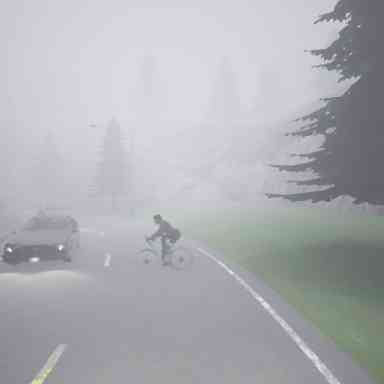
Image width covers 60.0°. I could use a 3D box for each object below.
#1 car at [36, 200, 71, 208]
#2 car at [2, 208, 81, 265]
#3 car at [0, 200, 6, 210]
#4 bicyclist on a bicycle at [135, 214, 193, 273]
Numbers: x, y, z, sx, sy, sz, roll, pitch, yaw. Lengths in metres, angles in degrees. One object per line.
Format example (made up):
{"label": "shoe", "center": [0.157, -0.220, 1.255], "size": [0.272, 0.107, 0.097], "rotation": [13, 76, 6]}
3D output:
{"label": "car", "center": [-9.182, 1.503, 22.352], "size": [1.837, 1.490, 4.892], "rotation": [0, 0, -29]}
{"label": "car", "center": [-5.134, 1.546, 12.089], "size": [2.033, 1.411, 5.357], "rotation": [0, 0, -14]}
{"label": "car", "center": [-25.165, 1.487, 40.791], "size": [4.902, 1.511, 2.128], "rotation": [0, 0, 18]}
{"label": "bicyclist on a bicycle", "center": [-0.790, 1.448, 9.320], "size": [1.656, 1.620, 0.582], "rotation": [-1, 0, -9]}
